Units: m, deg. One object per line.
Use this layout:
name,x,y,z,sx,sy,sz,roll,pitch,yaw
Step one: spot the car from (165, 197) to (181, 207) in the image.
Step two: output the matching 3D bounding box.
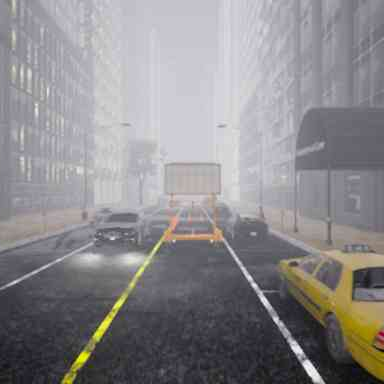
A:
car,-2.935,1.772,56.595,1.994,1.385,4.181,0,0,1

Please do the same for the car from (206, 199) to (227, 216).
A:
car,2.762,1.697,34.001,1.947,1.339,4.313,0,0,0

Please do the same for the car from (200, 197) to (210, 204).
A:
car,2.851,1.807,73.888,1.887,1.381,4.507,0,0,0

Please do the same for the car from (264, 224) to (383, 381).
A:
car,2.699,1.548,5.681,1.752,1.417,4.829,0,0,0

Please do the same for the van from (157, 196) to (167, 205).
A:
van,-5.556,1.569,62.516,1.690,1.788,3.998,0,0,0

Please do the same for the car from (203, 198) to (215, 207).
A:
car,2.813,1.754,56.793,1.887,1.381,4.507,0,0,0

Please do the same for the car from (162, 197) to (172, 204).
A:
car,-5.529,1.814,73.909,2.008,1.369,4.403,0,0,0

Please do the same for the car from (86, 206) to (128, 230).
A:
car,-5.644,1.671,22.629,1.802,1.307,4.206,0,0,0

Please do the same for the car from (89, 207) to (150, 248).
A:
car,-3.065,1.565,15.287,1.837,1.490,4.892,0,0,0

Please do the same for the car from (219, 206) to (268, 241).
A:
car,2.724,1.617,16.906,2.008,1.369,4.403,0,0,0

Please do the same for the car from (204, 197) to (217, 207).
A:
car,2.775,1.696,39.699,1.887,1.381,4.507,0,0,0

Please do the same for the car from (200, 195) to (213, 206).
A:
car,2.799,1.506,51.096,2.192,1.841,5.009,0,0,0

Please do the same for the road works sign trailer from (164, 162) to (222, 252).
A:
road works sign trailer,0.031,0.520,14.203,2.380,3.560,2.880,0,0,0

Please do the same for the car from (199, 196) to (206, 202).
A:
car,2.890,1.835,91.153,1.752,1.417,4.829,0,0,0
